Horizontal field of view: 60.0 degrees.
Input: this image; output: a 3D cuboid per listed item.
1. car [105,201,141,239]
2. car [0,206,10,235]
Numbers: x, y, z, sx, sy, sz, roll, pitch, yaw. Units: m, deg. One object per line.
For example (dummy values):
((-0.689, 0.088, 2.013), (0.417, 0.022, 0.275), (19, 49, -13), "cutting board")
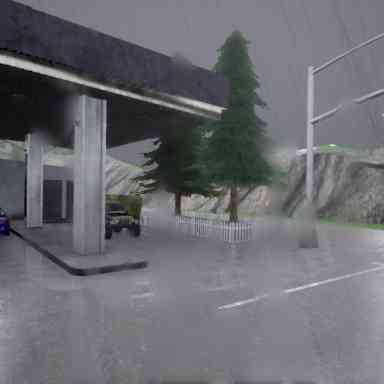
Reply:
((-4.438, 1.445, 18.337), (1.905, 1.878, 3.866), (1, 0, -36), "car")
((-11.569, 1.521, 18.540), (2.242, 1.667, 4.611), (1, 0, -36), "car")
